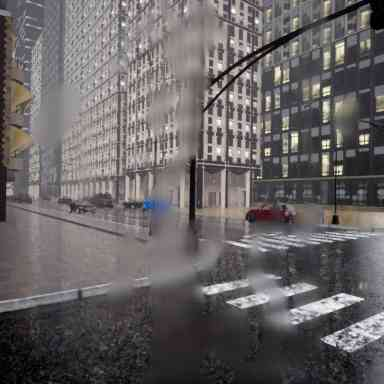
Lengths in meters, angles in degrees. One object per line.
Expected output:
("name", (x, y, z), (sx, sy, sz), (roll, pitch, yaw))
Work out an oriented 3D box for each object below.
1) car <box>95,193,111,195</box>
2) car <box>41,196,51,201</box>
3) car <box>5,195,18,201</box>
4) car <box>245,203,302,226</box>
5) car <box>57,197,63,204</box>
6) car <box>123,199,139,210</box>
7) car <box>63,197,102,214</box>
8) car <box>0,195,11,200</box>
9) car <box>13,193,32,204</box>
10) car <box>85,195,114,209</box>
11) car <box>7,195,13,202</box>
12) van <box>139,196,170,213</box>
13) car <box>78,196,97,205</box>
("car", (-14.490, 1.255, 53.140), (2.150, 2.045, 5.566), (1, -1, -35))
("car", (-36.778, 1.571, 83.795), (1.802, 1.307, 4.206), (1, -1, -35))
("car", (-40.338, 1.378, 74.339), (2.008, 1.369, 4.403), (1, -1, -35))
("car", (5.743, 1.505, 23.926), (1.967, 1.590, 4.097), (1, -1, -35))
("car", (-22.598, 1.521, 59.346), (1.994, 1.385, 4.181), (1, -1, -35))
("car", (-7.342, 1.584, 42.347), (2.008, 1.369, 4.403), (1, -1, -35))
("car", (-10.903, 1.427, 32.890), (2.008, 1.369, 4.403), (1, -1, -35))
("car", (-46.783, 1.366, 83.413), (1.752, 1.417, 4.829), (1, -1, -35))
("car", (-30.523, 1.155, 60.525), (2.192, 1.841, 5.009), (1, -1, -35))
("car", (-12.321, 1.524, 44.893), (2.033, 1.411, 5.357), (1, -1, -35))
("car", (-37.068, 1.397, 69.733), (1.947, 1.339, 4.313), (1, -1, -35))
("van", (-4.068, 1.382, 37.743), (1.690, 1.788, 3.998), (1, -1, -35))
("car", (-18.498, 1.526, 58.843), (1.837, 1.490, 4.892), (1, -1, -35))
